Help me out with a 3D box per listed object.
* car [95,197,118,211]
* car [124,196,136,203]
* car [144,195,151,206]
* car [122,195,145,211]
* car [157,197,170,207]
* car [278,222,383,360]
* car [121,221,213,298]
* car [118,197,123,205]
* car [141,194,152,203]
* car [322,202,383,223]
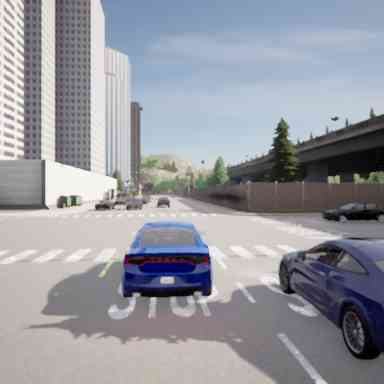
[{"bbox_3d":[-10.694,1.620,41.035,1.895,1.301,4.718,0,0,-5],"label":"car"},{"bbox_3d":[-13.388,1.565,72.026,2.033,1.411,5.357,0,0,-5],"label":"car"},{"bbox_3d":[-8.597,1.628,57.001,1.895,1.301,4.718,0,0,-5],"label":"car"},{"bbox_3d":[-7.272,1.524,42.076,1.837,1.490,4.892,0,0,-5],"label":"car"},{"bbox_3d":[-4.365,1.528,50.961,1.837,1.490,4.892,0,0,-5],"label":"car"},{"bbox_3d":[3.014,1.528,5.871,1.812,1.442,4.674,0,0,-3],"label":"car"},{"bbox_3d":[-0.609,1.482,8.623,1.882,1.535,5.008,0,0,-4],"label":"car"},{"bbox_3d":[-12.060,1.574,56.425,2.033,1.411,5.357,0,0,-5],"label":"car"},{"bbox_3d":[-9.861,1.388,71.886,2.097,1.767,4.553,0,0,-5],"label":"car"},{"bbox_3d":[12.651,1.544,25.674,5.008,1.535,1.882,-1,0,-5],"label":"car"}]
